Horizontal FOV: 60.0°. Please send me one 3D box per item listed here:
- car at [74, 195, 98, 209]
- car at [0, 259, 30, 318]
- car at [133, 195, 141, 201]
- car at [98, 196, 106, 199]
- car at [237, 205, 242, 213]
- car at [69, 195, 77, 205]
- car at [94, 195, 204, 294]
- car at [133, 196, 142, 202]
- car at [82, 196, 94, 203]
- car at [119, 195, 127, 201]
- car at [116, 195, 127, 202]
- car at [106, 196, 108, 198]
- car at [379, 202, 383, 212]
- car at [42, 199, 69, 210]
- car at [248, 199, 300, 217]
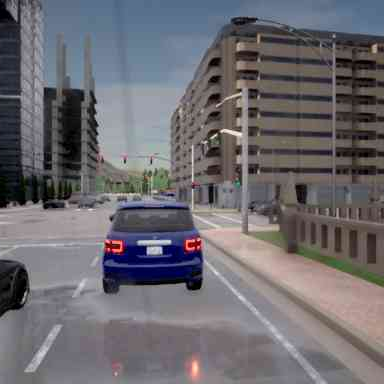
[{"bbox_3d":[-14.646,1.502,46.336,1.837,1.490,4.892,0,0,-10],"label":"car"},{"bbox_3d":[-4.092,1.564,5.076,1.994,1.385,4.181,0,0,-7],"label":"car"},{"bbox_3d":[-14.472,1.532,87.273,2.033,1.411,5.357,0,0,-10],"label":"car"},{"bbox_3d":[-16.752,1.523,58.757,1.812,1.442,4.674,0,0,-9],"label":"car"},{"bbox_3d":[7.059,1.558,34.478,4.892,1.490,1.837,0,0,-10],"label":"car"},{"bbox_3d":[-20.083,1.348,57.454,2.097,1.767,4.553,0,0,-9],"label":"car"},{"bbox_3d":[-1.088,1.221,9.059,2.150,2.045,5.566,0,0,-8],"label":"car"},{"bbox_3d":[-12.772,1.545,77.356,1.994,1.385,4.181,0,0,-10],"label":"car"},{"bbox_3d":[-22.534,1.521,72.156,1.812,1.442,4.674,0,0,-10],"label":"car"},{"bbox_3d":[-17.922,1.544,86.681,1.994,1.385,4.181,0,0,-10],"label":"car"},{"bbox_3d":[-16.202,1.521,76.651,2.128,1.511,4.902,0,0,-10],"label":"car"},{"bbox_3d":[-19.207,1.550,73.464,1.994,1.385,4.181,0,0,-10],"label":"car"},{"bbox_3d":[22.846,1.558,37.270,4.892,1.490,1.837,0,0,-10],"label":"car"},{"bbox_3d":[-17.520,1.599,42.354,1.895,1.301,4.718,0,0,-10],"label":"car"},{"bbox_3d":[8.031,1.408,31.096,4.553,1.767,2.097,0,0,-10],"label":"car"}]
